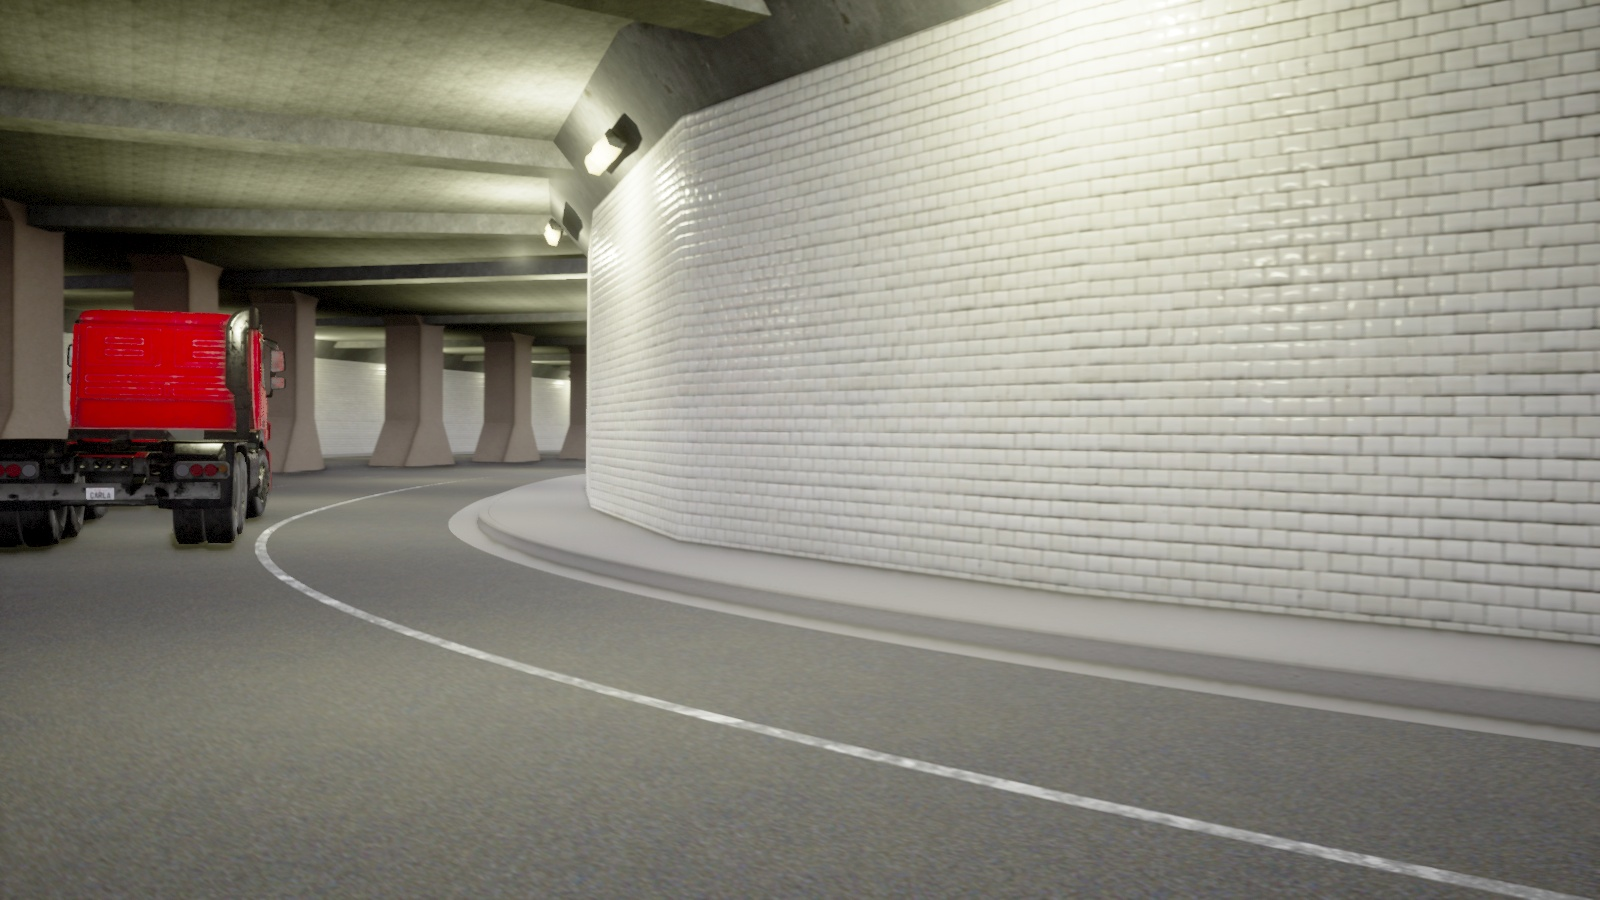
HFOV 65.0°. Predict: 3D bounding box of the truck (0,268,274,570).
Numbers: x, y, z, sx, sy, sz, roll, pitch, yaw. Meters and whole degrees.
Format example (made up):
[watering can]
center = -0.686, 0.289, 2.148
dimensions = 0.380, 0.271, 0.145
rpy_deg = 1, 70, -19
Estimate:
[truck]
center = -9.542, -0.402, 18.441
dimensions = 2.891, 3.462, 7.936
rpy_deg = -1, 1, -20
